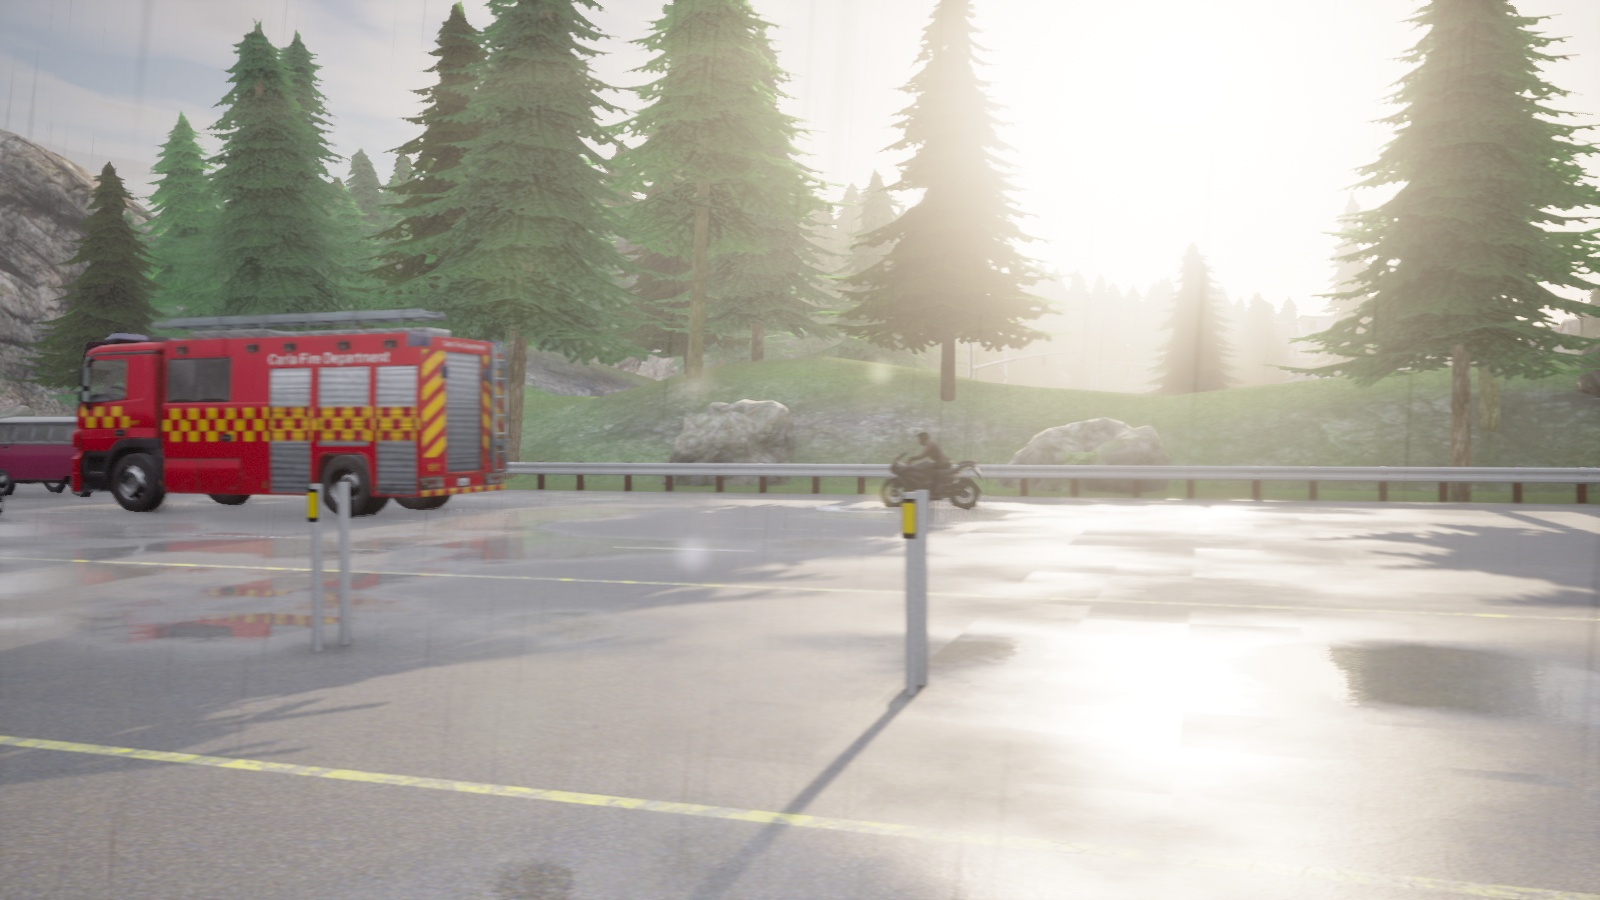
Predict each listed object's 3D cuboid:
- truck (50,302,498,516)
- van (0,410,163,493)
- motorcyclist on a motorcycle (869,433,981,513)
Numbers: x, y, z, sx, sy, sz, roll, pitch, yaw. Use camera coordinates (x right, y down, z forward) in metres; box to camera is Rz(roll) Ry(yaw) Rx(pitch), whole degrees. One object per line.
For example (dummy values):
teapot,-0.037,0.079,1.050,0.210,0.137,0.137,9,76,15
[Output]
truck,-10.538,-0.781,25.185,8.468,3.827,2.891,1,1,19
van,-18.467,0.004,31.560,4.442,1.987,1.775,1,1,19
motorcyclist on a motorcycle,2.451,0.425,24.525,2.044,1.523,0.797,1,1,19
